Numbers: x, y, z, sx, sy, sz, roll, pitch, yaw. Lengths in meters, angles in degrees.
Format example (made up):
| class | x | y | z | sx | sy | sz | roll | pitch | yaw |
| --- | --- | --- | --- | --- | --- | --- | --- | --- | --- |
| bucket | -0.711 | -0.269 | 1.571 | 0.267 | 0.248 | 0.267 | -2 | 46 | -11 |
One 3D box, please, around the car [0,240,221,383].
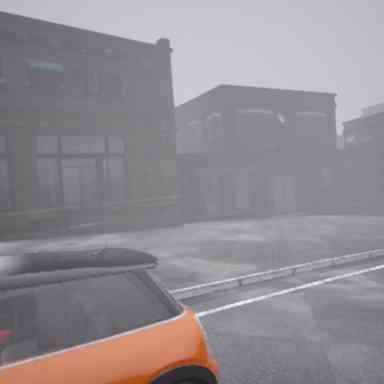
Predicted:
| class | x | y | z | sx | sy | sz | roll | pitch | yaw |
| --- | --- | --- | --- | --- | --- | --- | --- | --- | --- |
| car | -2.032 | 1.367 | 2.528 | 4.553 | 1.767 | 2.097 | 0 | 0 | -34 |
